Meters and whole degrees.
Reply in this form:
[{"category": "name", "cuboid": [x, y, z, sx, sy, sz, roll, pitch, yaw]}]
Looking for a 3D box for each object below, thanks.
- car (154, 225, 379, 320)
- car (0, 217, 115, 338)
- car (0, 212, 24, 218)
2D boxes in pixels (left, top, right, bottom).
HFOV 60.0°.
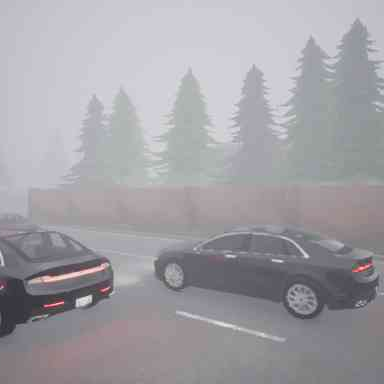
[{"category": "car", "cuboid": [1.320, 1.503, 7.357, 4.892, 1.490, 1.837, -1, 0, 36]}, {"category": "car", "cuboid": [-3.656, 1.492, 6.617, 4.902, 1.511, 2.128, 0, 0, 36]}, {"category": "car", "cuboid": [-8.347, 1.564, 14.297, 4.181, 1.385, 1.994, 0, 0, 36]}]
